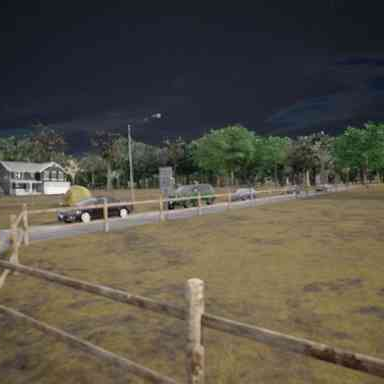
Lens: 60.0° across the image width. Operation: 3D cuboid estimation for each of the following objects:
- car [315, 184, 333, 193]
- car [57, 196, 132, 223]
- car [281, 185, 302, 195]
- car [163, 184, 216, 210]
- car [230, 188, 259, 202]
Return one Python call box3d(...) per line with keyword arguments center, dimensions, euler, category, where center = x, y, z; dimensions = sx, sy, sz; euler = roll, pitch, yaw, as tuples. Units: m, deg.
box3d(center=(21.175, -0.657, 53.393), dimensions=(1.994, 1.385, 4.181), euler=(-3, 1, 36), category="car")
box3d(center=(-5.928, 1.053, 20.652), dimensions=(1.837, 1.490, 4.892), euler=(-3, 1, 36), category="car")
box3d(center=(14.775, -0.279, 49.352), dimensions=(1.837, 1.490, 4.892), euler=(-3, 1, 36), category="car")
box3d(center=(-0.084, 0.386, 28.815), dimensions=(2.150, 2.045, 5.566), euler=(-3, 1, 36), category="car")
box3d(center=(5.834, 0.297, 37.023), dimensions=(1.812, 1.442, 4.674), euler=(-3, 1, 36), category="car")
